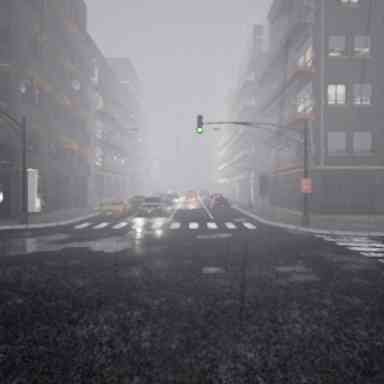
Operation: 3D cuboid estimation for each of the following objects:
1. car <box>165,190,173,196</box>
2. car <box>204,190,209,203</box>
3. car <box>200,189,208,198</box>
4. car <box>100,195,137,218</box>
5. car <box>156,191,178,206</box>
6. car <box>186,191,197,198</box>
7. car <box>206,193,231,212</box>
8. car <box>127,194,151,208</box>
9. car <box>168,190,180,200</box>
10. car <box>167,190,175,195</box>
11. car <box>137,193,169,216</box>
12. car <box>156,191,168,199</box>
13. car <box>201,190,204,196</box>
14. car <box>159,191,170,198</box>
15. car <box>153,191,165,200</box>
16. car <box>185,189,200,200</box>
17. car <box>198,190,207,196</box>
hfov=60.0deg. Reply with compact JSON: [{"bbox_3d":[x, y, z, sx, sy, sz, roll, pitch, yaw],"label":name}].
[{"bbox_3d":[-5.835,0.168,86.186,1.752,1.417,4.829,1,1,0],"label":"car"},{"bbox_3d":[2.634,0.858,36.652,1.967,1.590,4.097,1,1,0],"label":"car"},{"bbox_3d":[2.577,0.213,69.787,2.192,1.841,5.009,1,1,0],"label":"car"},{"bbox_3d":[-5.727,1.119,25.437,1.752,1.417,4.829,1,1,0],"label":"car"},{"bbox_3d":[-3.159,0.915,39.774,2.033,1.411,5.357,0,1,0],"label":"car"},{"bbox_3d":[-0.118,0.477,67.388,2.033,1.411,5.357,0,1,0],"label":"car"},{"bbox_3d":[2.643,1.049,31.130,1.887,1.381,4.507,1,1,0],"label":"car"},{"bbox_3d":[-5.748,0.961,36.652,1.887,1.381,4.507,1,1,0],"label":"car"},{"bbox_3d":[-3.136,0.670,56.482,1.994,1.385,4.181,0,1,0],"label":"car"},{"bbox_3d":[-5.845,0.105,91.880,2.008,1.369,4.403,1,1,0],"label":"car"},{"bbox_3d":[-3.139,1.099,26.782,1.812,1.442,4.674,0,1,0],"label":"car"},{"bbox_3d":[-5.797,0.534,64.266,2.008,1.369,4.403,1,1,0],"label":"car"},{"bbox_3d":[2.614,0.826,47.699,1.802,1.307,4.206,1,1,0],"label":"car"},{"bbox_3d":[-5.806,0.442,69.789,1.887,1.381,4.507,1,1,0],"label":"car"},{"bbox_3d":[-5.786,0.598,58.573,1.752,1.417,4.829,1,1,0],"label":"car"},{"bbox_3d":[-0.100,0.444,57.350,2.097,1.767,4.553,0,1,0],"label":"car"},{"bbox_3d":[2.556,0.292,80.835,1.947,1.339,4.313,1,1,0],"label":"car"}]
